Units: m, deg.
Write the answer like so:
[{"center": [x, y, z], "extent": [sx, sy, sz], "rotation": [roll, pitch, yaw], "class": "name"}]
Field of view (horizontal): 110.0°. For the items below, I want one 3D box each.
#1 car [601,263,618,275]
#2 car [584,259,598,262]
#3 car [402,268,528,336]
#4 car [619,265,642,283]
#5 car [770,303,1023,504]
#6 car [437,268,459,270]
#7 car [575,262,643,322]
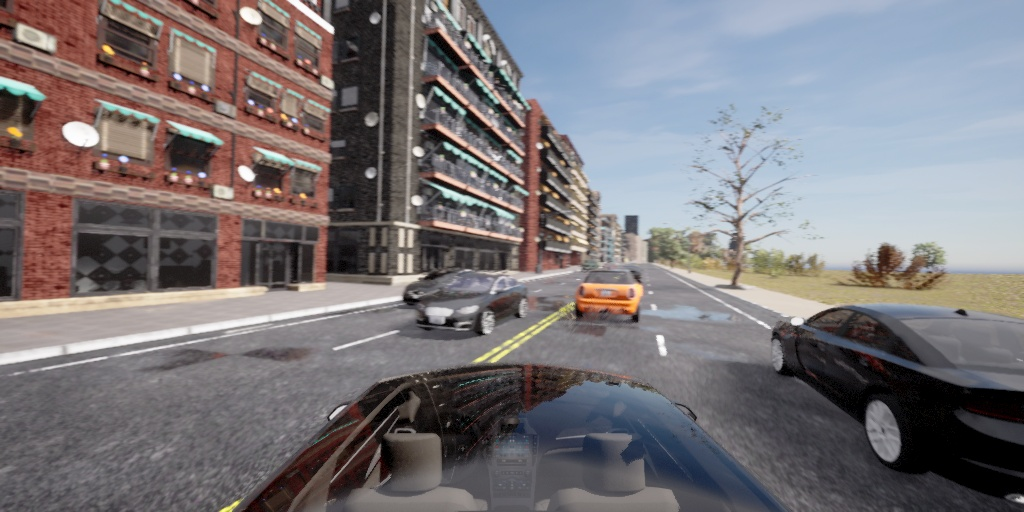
[{"center": [13.933, 1.783, 51.143], "extent": [1.882, 1.535, 5.008], "rotation": [1, -1, 21], "class": "car"}, {"center": [12.143, 1.518, 55.636], "extent": [2.150, 2.045, 5.566], "rotation": [1, 0, 21], "class": "car"}, {"center": [-0.928, 1.279, 10.763], "extent": [2.128, 1.511, 4.902], "rotation": [1, 0, 20], "class": "car"}, {"center": [11.380, 1.665, 34.278], "extent": [1.837, 1.490, 4.892], "rotation": [1, 0, 20], "class": "car"}, {"center": [5.046, 1.340, 4.586], "extent": [1.882, 1.535, 5.008], "rotation": [1, 0, 20], "class": "car"}, {"center": [-2.695, 1.287, 15.382], "extent": [1.837, 1.490, 4.892], "rotation": [1, 0, 20], "class": "car"}, {"center": [3.743, 1.242, 13.469], "extent": [2.097, 1.767, 4.553], "rotation": [1, 0, 20], "class": "car"}]
